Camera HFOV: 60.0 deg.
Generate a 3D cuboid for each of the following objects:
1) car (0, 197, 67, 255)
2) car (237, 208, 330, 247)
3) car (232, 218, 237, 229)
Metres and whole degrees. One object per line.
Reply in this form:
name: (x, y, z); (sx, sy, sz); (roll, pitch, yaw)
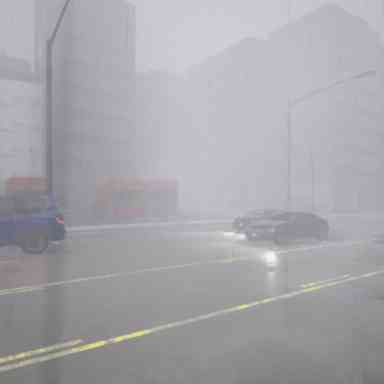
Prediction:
car: (-7.344, 1.185, 11.661); (5.566, 2.045, 2.150); (1, 0, -35)
car: (4.609, 1.609, 15.683); (4.674, 1.442, 1.812); (1, 0, -35)
car: (4.419, 1.663, 19.778); (4.181, 1.385, 1.994); (1, 0, -34)
